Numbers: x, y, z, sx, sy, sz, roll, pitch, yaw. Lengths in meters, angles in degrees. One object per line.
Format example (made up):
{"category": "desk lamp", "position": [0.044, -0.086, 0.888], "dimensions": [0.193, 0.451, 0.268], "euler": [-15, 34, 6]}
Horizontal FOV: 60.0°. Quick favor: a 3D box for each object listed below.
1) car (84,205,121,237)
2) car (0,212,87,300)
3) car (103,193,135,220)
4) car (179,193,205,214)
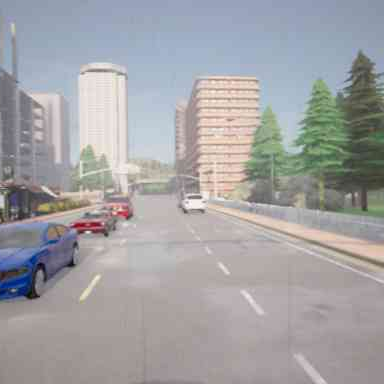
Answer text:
{"category": "car", "position": [-5.343, 1.675, 18.587], "dimensions": [1.895, 1.301, 4.718], "euler": [-1, 0, -6]}
{"category": "car", "position": [-4.373, 1.545, 8.726], "dimensions": [1.882, 1.535, 5.008], "euler": [-1, 0, -6]}
{"category": "car", "position": [-6.371, 1.303, 29.050], "dimensions": [2.150, 2.045, 5.566], "euler": [-1, 0, -6]}
{"category": "car", "position": [0.123, 1.183, 35.802], "dimensions": [2.150, 2.045, 5.566], "euler": [-1, 0, -5]}
